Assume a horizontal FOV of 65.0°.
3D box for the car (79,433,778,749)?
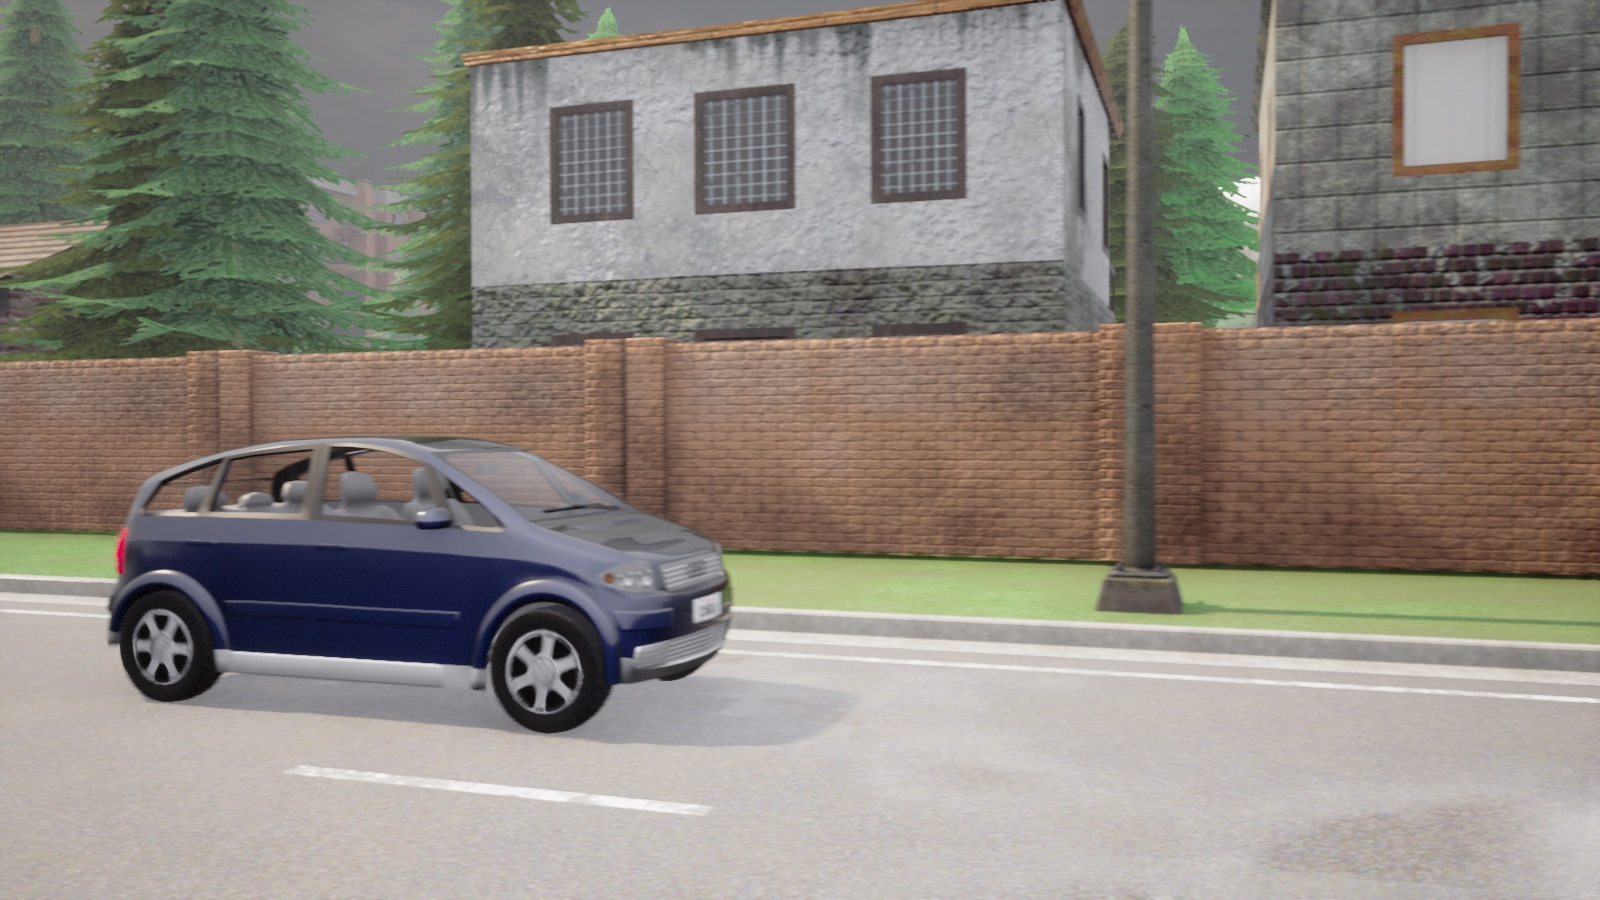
[{"bbox_3d":[-2.183,0.675,7.620,3.705,1.549,1.789,0,1,19],"label":"car"}]
